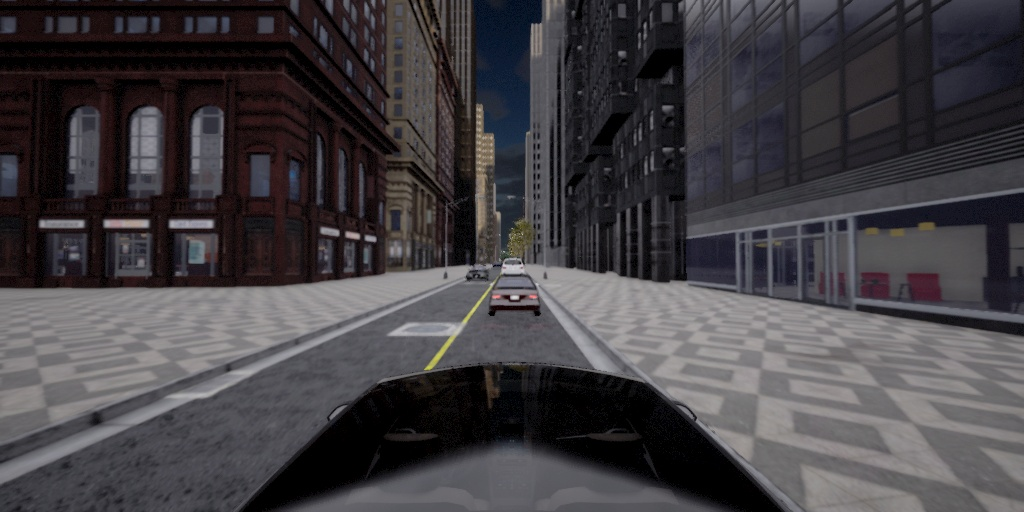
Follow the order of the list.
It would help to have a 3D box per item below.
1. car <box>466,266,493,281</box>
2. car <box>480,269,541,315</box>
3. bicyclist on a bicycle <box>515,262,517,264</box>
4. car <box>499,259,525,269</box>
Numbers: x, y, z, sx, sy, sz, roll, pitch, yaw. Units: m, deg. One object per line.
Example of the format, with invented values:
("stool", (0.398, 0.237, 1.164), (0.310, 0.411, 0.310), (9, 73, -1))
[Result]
("car", (-3.102, 1.610, 33.339), (1.994, 1.385, 4.181), (0, -1, 0))
("car", (0.093, 1.412, 14.086), (2.033, 1.411, 5.357), (0, -1, 0))
("bicyclist on a bicycle", (0.812, 1.788, 63.707), (0.866, 1.612, 1.509), (0, -1, 0))
("car", (0.095, 1.296, 36.276), (2.150, 2.045, 5.566), (0, 0, 0))
